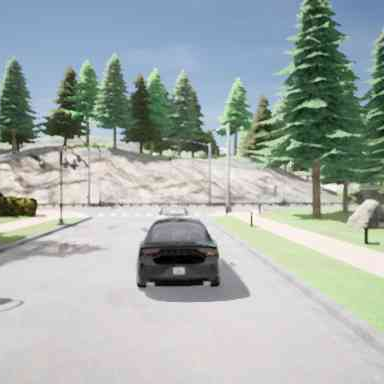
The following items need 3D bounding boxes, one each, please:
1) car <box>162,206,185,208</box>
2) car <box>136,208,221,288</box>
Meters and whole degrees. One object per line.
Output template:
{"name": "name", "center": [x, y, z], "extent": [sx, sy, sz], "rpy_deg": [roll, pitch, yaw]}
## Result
{"name": "car", "center": [-1.092, 1.485, 19.540], "extent": [1.895, 1.301, 4.718], "rpy_deg": [0, 0, -4]}
{"name": "car", "center": [-0.396, 1.423, 9.154], "extent": [1.882, 1.535, 5.008], "rpy_deg": [0, 0, -3]}
